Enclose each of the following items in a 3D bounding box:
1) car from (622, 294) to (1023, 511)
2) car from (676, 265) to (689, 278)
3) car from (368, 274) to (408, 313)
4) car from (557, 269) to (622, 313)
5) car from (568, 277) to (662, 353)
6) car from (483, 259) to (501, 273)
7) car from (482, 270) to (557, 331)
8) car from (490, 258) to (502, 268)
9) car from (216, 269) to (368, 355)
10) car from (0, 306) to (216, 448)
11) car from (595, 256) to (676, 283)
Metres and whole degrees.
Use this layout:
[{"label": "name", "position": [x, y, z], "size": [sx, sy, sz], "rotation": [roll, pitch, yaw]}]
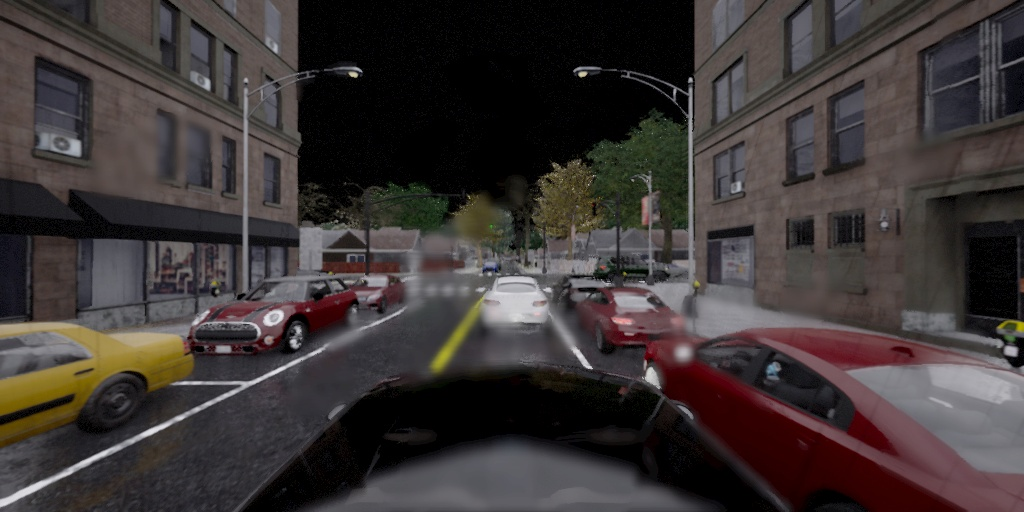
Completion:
[{"label": "car", "position": [2.638, 1.303, 3.160], "size": [1.888, 1.381, 4.507], "rotation": [0, 0, 0]}, {"label": "car", "position": [14.530, 1.399, 33.902], "size": [4.181, 1.385, 1.994], "rotation": [0, 0, 0]}, {"label": "car", "position": [-5.369, 1.401, 14.208], "size": [1.802, 1.307, 4.207], "rotation": [0, 0, 0]}, {"label": "car", "position": [2.656, 1.385, 14.196], "size": [1.948, 1.339, 4.313], "rotation": [0, 0, 0]}, {"label": "car", "position": [2.647, 1.371, 8.678], "size": [1.802, 1.307, 4.207], "rotation": [0, 0, 0]}, {"label": "car", "position": [-3.004, 1.517, 50.001], "size": [1.882, 1.535, 5.008], "rotation": [0, 0, 0]}, {"label": "car", "position": [0.113, 1.327, 11.046], "size": [1.812, 1.442, 4.674], "rotation": [0, 0, 0]}, {"label": "car", "position": [-2.951, 1.329, 60.240], "size": [2.150, 2.045, 5.566], "rotation": [0, 0, 0]}, {"label": "car", "position": [-5.378, 1.228, 8.689], "size": [1.967, 1.591, 4.097], "rotation": [0, 0, 0]}, {"label": "car", "position": [-5.387, 1.283, 3.000], "size": [1.751, 1.417, 4.829], "rotation": [0, 0, 0]}, {"label": "car", "position": [9.145, 1.053, 27.516], "size": [5.566, 2.045, 2.150], "rotation": [0, -1, -2]}]
